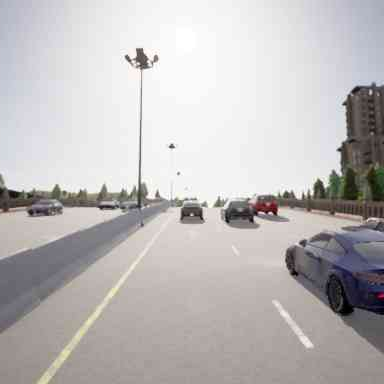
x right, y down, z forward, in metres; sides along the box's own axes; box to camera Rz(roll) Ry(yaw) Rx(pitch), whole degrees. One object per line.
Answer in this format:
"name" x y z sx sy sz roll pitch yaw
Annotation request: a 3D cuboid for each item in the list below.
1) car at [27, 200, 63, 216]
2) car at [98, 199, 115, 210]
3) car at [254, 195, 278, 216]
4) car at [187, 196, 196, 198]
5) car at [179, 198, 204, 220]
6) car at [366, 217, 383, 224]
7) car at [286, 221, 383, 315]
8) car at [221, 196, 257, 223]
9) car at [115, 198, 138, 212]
"car" -14.232 1.524 32.494 1.837 1.490 4.892 0 0 0
"car" -10.745 1.587 43.649 2.033 1.411 5.357 0 0 0
"car" 6.962 1.265 33.125 2.150 2.045 5.566 0 0 0
"car" -0.070 1.395 41.239 2.097 1.767 4.553 0 0 0
"car" -0.020 1.538 28.848 1.837 1.490 4.892 0 0 0
"car" 7.048 1.575 11.614 2.033 1.411 5.357 0 0 0
"car" 3.565 1.546 7.477 1.812 1.442 4.674 0 0 0
"car" 3.490 1.387 26.295 2.097 1.767 4.553 0 0 0
"car" -7.246 1.524 39.662 2.128 1.511 4.902 0 0 0
